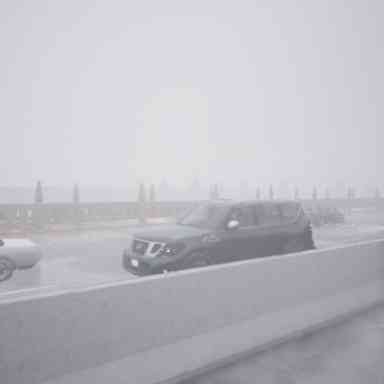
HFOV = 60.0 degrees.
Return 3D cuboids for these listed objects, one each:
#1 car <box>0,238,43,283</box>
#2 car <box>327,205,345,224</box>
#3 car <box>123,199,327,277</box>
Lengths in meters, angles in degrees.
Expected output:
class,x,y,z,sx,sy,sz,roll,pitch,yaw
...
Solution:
class,x,y,z,sx,sy,sz,roll,pitch,yaw
car,-6.331,1.601,8.076,4.718,1.301,1.895,0,0,-35
car,8.724,1.564,23.105,4.181,1.385,1.994,0,0,-35
car,0.983,1.222,8.992,5.566,2.045,2.150,0,0,-35
